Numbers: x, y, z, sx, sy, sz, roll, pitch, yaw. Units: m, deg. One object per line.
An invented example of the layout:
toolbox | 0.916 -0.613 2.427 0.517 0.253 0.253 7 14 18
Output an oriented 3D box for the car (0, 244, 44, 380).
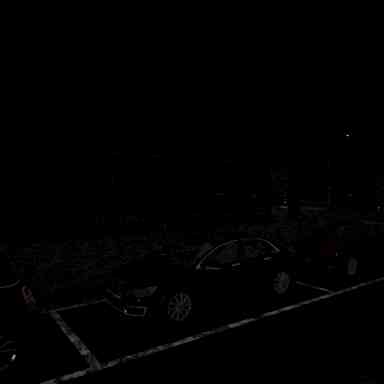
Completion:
car | -4.029 1.440 3.776 4.097 1.590 1.967 0 0 -36

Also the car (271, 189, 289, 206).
car | 10.134 0.707 41.187 2.150 2.045 5.566 0 1 -35

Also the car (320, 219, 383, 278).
car | 4.852 1.545 10.120 4.507 1.381 1.887 0 0 -36

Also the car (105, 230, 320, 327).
car | 0.412 1.551 6.948 4.403 1.369 2.008 0 0 -36

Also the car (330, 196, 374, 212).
car | 15.992 1.171 33.015 2.128 1.511 4.902 0 1 -36

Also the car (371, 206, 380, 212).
car | 9.293 1.441 13.292 4.097 1.590 1.967 0 0 -36
